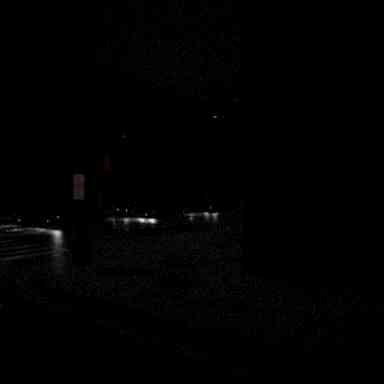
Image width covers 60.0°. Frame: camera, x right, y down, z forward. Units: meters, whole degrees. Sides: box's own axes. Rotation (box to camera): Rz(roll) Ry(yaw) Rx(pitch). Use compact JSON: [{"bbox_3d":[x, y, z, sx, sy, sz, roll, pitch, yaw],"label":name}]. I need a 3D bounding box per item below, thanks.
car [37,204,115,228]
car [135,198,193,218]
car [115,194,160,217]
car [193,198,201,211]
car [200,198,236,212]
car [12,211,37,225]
[{"bbox_3d":[-7.944,1.571,23.164,1.812,1.442,4.674,0,0,32],"label":"car"},{"bbox_3d":[-2.470,1.588,31.040,2.033,1.411,5.357,0,0,35],"label":"car"},{"bbox_3d":[-5.227,1.262,32.767,2.150,2.045,5.566,0,0,35],"label":"car"},{"bbox_3d":[0.585,1.513,41.115,1.882,1.535,5.008,0,0,35],"label":"car"},{"bbox_3d":[3.491,1.527,39.598,2.128,1.511,4.902,0,0,35],"label":"car"},{"bbox_3d":[-10.698,1.646,24.900,1.895,1.301,4.718,0,0,37],"label":"car"}]
